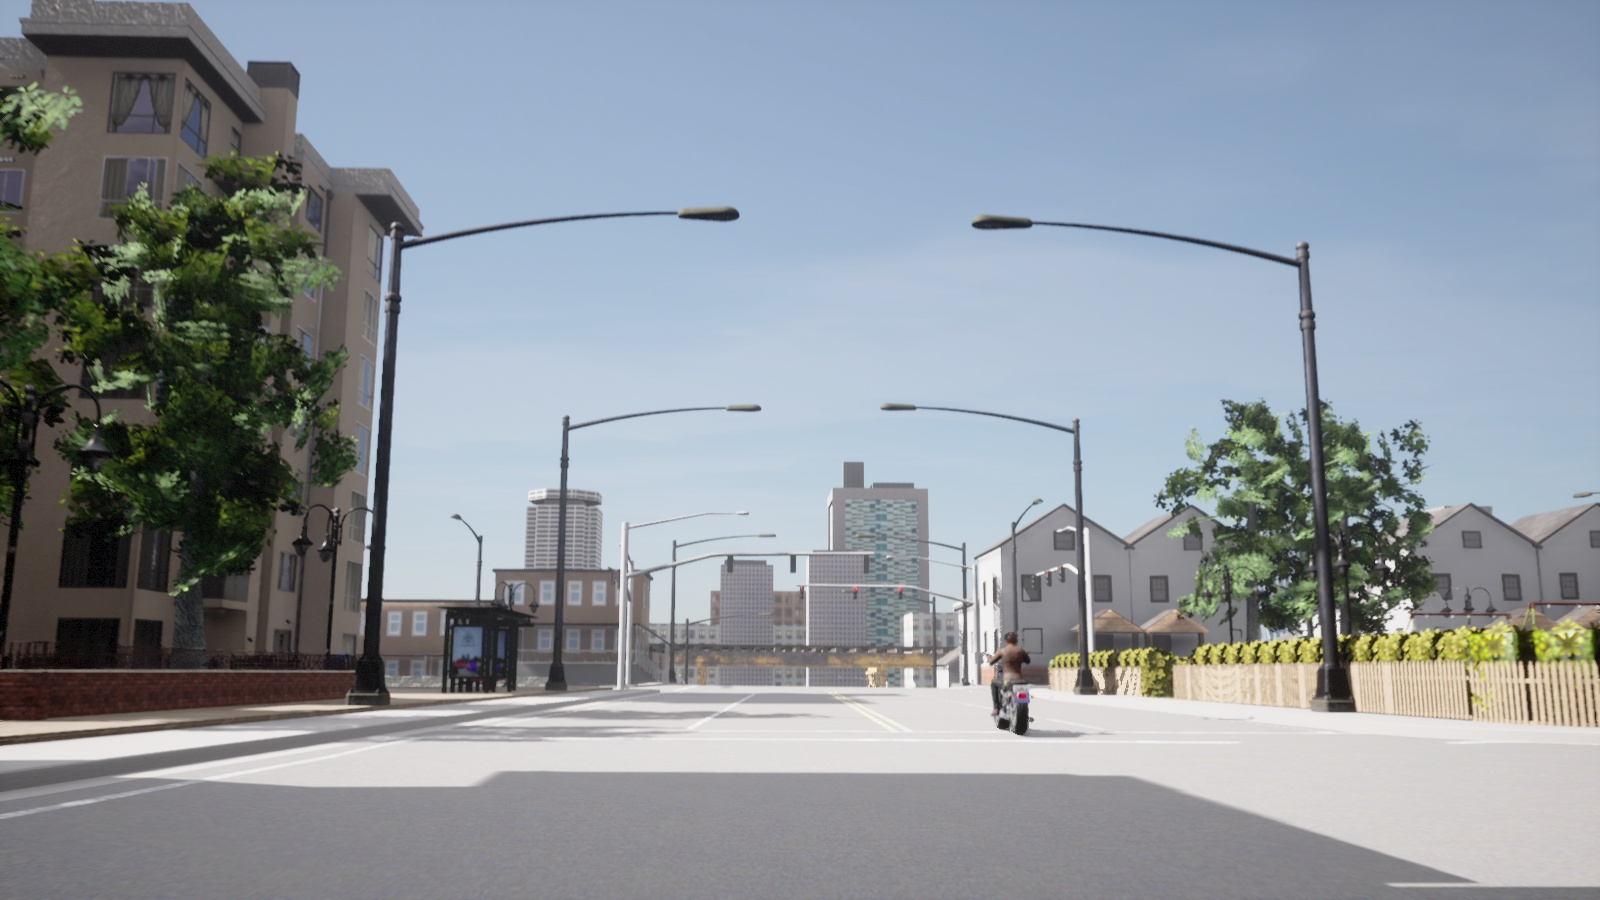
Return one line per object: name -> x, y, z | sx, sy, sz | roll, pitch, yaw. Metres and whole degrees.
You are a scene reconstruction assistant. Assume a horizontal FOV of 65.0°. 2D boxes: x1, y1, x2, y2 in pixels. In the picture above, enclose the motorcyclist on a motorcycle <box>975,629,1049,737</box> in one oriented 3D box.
motorcyclist on a motorcycle -> 3.441, 3.809, 20.603 | 0.766, 1.649, 2.350 | 0, -10, 0
